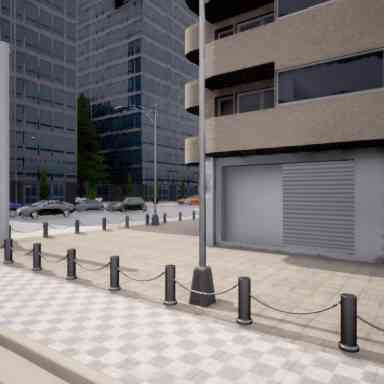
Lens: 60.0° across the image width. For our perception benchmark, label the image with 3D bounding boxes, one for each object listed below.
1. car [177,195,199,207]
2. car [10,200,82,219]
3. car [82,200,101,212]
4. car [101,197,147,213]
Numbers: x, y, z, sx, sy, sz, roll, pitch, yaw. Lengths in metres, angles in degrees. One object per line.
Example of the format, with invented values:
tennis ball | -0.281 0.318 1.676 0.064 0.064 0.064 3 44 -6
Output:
car | -0.280 1.296 51.169 2.097 1.767 4.553 0 0 36
car | -12.415 1.436 28.422 2.128 1.511 4.902 0 0 36
car | -11.511 1.508 35.649 1.994 1.385 4.181 0 0 36
car | -7.024 1.296 35.892 2.097 1.767 4.553 0 0 36
